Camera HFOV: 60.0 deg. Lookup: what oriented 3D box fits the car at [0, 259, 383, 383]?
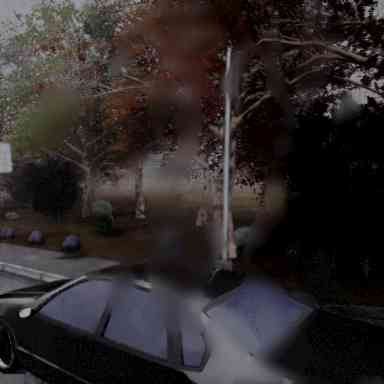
[{"bbox_3d":[-0.522,1.569,3.935,5.357,1.411,2.033,-1,0,36],"label":"car"}]
